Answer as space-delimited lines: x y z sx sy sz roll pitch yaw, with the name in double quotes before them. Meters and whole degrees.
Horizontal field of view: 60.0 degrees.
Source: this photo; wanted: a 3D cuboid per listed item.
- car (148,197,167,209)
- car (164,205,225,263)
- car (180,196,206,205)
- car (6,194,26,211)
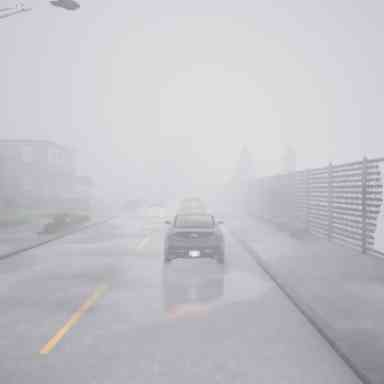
"car" -4.040 1.261 39.934 2.033 1.411 5.357 0 0 1
"car" 0.078 1.422 11.571 1.837 1.490 4.892 0 1 0
"car" 0.083 1.148 28.408 2.097 1.767 4.553 0 0 0
"car" -17.279 0.916 30.427 3.633 1.501 1.845 0 0 0
